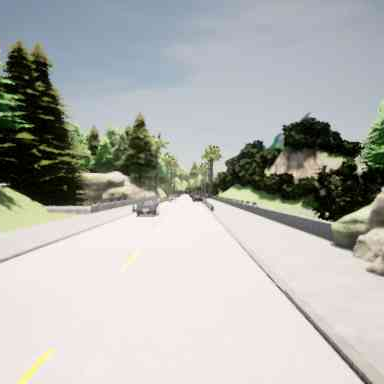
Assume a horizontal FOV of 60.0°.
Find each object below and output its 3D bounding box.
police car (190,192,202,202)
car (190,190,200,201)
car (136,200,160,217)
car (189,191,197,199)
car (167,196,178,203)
[{"bbox_3d":[1.128,1.430,74.453,1.930,1.638,5.238,0,0,0],"label":"police car"},{"bbox_3d":[0.776,0.961,90.369,2.150,2.045,5.566,-25,0,0],"label":"car"},{"bbox_3d":[-4.102,1.493,31.647,2.128,1.511,4.902,0,0,0],"label":"car"},{"bbox_3d":[0.787,0.960,84.367,2.150,2.045,5.566,-25,0,0],"label":"car"},{"bbox_3d":[-4.029,1.512,69.624,1.812,1.442,4.674,0,0,0],"label":"car"}]
